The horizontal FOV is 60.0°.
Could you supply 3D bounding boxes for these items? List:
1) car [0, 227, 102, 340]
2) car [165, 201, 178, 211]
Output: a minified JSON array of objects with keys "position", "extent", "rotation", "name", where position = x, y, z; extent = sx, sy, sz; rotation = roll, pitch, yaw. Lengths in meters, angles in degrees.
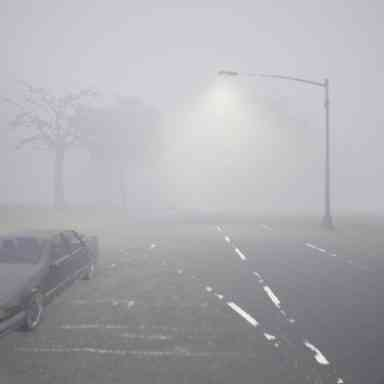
[{"position":[-3.463,1.530,7.160],"extent":[2.033,1.411,5.357],"rotation":[1,1,0],"name":"car"},{"position":[-3.346,2.217,53.671],"extent":[1.882,1.535,5.008],"rotation":[0,-1,0],"name":"car"}]
